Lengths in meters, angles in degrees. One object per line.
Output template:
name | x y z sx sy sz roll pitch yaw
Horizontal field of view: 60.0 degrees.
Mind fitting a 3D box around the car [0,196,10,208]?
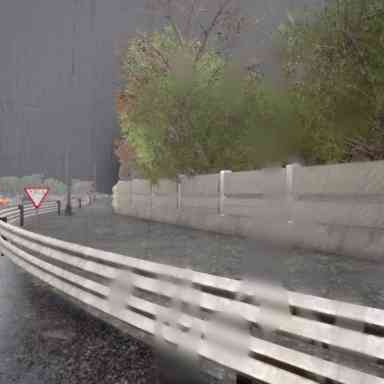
car | -27.581 1.348 47.246 2.097 1.767 4.553 0 0 -11

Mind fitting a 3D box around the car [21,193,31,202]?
car | -38.122 1.222 77.039 2.150 2.045 5.566 0 0 -30
